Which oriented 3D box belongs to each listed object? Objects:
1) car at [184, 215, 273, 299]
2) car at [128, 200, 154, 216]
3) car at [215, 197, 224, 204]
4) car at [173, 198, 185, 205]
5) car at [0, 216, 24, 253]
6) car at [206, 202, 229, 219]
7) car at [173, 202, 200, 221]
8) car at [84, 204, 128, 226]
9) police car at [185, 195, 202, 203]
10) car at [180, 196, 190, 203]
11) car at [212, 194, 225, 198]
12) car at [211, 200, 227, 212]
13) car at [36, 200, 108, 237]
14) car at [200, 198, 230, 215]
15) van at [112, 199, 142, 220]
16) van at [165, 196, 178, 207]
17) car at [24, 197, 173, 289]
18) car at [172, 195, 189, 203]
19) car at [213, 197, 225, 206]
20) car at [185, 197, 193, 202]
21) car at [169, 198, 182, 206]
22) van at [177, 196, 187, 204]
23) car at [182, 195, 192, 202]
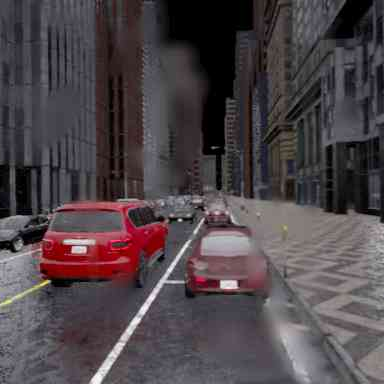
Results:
[{"bbox_3d":[0.873,1.555,8.438,1.812,1.442,4.674,-1,0,5],"label":"car"},{"bbox_3d":[-5.608,1.685,37.067,1.967,1.590,4.097,-1,0,5],"label":"car"},{"bbox_3d":[5.789,1.828,70.036,1.947,1.339,4.313,-1,0,5],"label":"car"},{"bbox_3d":[-2.704,1.922,70.761,2.008,1.369,4.403,-1,0,5],"label":"car"},{"bbox_3d":[-7.541,1.729,14.602,1.947,1.339,4.313,-1,0,5],"label":"car"},{"bbox_3d":[2.404,1.681,30.728,1.947,1.339,4.313,-1,0,5],"label":"car"},{"bbox_3d":[-0.652,1.733,26.235,1.895,1.301,4.718,-1,0,5],"label":"car"},{"bbox_3d":[-6.574,1.748,25.834,1.887,1.381,4.507,-1,0,5],"label":"car"},{"bbox_3d":[0.630,1.617,42.311,1.930,1.638,5.238,-1,0,5],"label":"police car"},{"bbox_3d":[-1.739,1.857,81.993,1.967,1.590,4.097,-1,0,5],"label":"car"},{"bbox_3d":[2.884,1.451,36.346,2.192,1.841,5.009,-1,0,5],"label":"car"},{"bbox_3d":[3.371,1.701,41.960,1.887,1.381,4.507,-1,0,5],"label":"car"},{"bbox_3d":[-7.062,1.498,20.219,2.192,1.841,5.009,-1,0,5],"label":"car"},{"bbox_3d":[1.918,1.535,25.113,1.967,1.590,4.097,-1,0,5],"label":"car"},{"bbox_3d":[-6.094,1.565,31.451,1.690,1.788,3.998,-1,0,5],"label":"van"},{"bbox_3d":[-3.675,1.669,59.531,1.690,1.788,3.998,-1,0,5],"label":"van"},{"bbox_3d":[-2.097,1.293,9.534,2.150,2.045,5.566,-1,0,5],"label":"car"},{"bbox_3d":[-1.850,1.603,48.563,2.097,1.767,4.553,-1,0,5],"label":"car"},{"bbox_3d":[4.820,1.658,58.806,1.967,1.590,4.097,-1,0,5],"label":"car"},{"bbox_3d":[-0.769,2.029,93.224,1.947,1.339,4.313,-1,0,5],"label":"car"},{"bbox_3d":[-3.203,1.874,64.976,1.752,1.417,4.829,-1,0,5],"label":"car"},{"bbox_3d":[-2.224,1.735,76.378,1.690,1.788,3.998,-1,0,5],"label":"van"},{"bbox_3d":[-1.257,1.755,87.610,2.192,1.841,5.009,-1,0,5],"label":"car"}]
